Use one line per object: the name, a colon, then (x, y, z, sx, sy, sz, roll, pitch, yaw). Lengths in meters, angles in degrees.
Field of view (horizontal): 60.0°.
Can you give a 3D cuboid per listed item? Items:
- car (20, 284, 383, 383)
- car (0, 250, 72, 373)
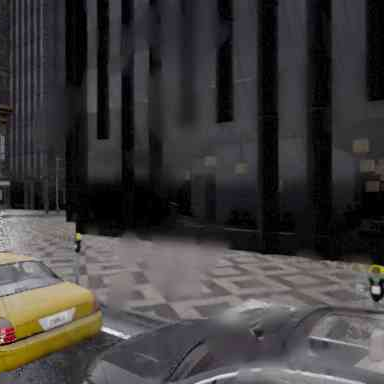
car: (1.006, 1.554, 2.243, 4.403, 1.369, 2.008, 0, 0, 35)
car: (-3.553, 1.566, 5.487, 4.829, 1.417, 1.752, 0, 0, 35)
